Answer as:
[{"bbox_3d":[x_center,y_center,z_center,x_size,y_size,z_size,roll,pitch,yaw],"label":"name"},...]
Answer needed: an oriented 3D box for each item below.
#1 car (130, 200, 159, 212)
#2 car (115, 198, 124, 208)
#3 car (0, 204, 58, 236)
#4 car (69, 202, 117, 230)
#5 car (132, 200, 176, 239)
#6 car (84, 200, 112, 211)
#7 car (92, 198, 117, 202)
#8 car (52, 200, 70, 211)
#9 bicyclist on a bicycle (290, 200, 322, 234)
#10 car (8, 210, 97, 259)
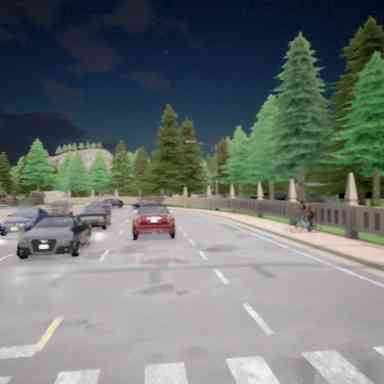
[{"bbox_3d":[-6.052,1.700,42.314,1.895,1.301,4.718,-1,0,-32],"label":"car"},{"bbox_3d":[-12.342,1.703,50.401,4.892,1.490,1.837,-1,0,42],"label":"car"},{"bbox_3d":[-9.667,1.680,19.788,1.812,1.442,4.674,-1,0,-9],"label":"car"},{"bbox_3d":[-6.435,1.651,22.181,2.033,1.411,5.357,-1,0,-9],"label":"car"},{"bbox_3d":[-2.072,1.386,17.879,2.097,1.767,4.553,-1,0,-7],"label":"car"},{"bbox_3d":[-13.037,1.810,45.746,1.895,1.301,4.718,-1,0,-41],"label":"car"},{"bbox_3d":[-8.959,1.635,32.231,2.128,1.511,4.902,-1,0,-21],"label":"car"},{"bbox_3d":[-11.683,1.539,29.504,2.097,1.767,4.553,-1,0,-20],"label":"car"},{"bbox_3d":[5.508,1.215,16.095,1.656,1.620,0.582,-1,0,-7],"label":"bicyclist on a bicycle"},{"bbox_3d":[-5.215,1.647,13.090,1.994,1.385,4.181,-1,0,-8],"label":"car"}]
